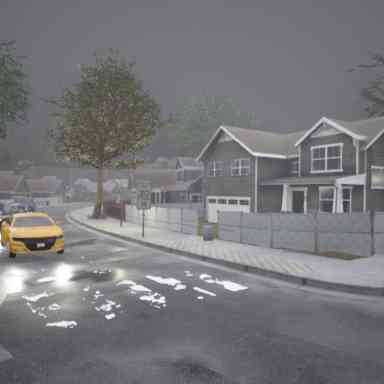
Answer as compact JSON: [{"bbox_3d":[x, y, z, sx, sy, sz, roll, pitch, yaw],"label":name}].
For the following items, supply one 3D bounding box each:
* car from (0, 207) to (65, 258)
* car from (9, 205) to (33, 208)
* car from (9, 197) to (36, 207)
[{"bbox_3d":[-6.670,1.614,13.759,1.882,1.535,5.008,1,-1,-33],"label":"car"},{"bbox_3d":[-12.074,1.828,22.726,1.895,1.301,4.718,1,-1,-28],"label":"car"},{"bbox_3d":[-17.704,1.575,34.925,2.150,2.045,5.566,1,-1,-22],"label":"car"}]
